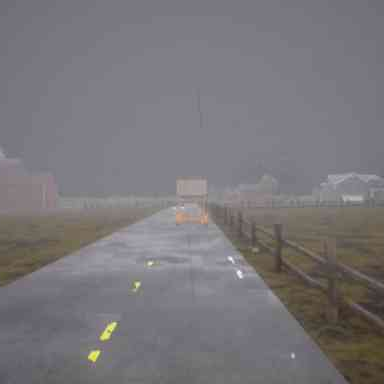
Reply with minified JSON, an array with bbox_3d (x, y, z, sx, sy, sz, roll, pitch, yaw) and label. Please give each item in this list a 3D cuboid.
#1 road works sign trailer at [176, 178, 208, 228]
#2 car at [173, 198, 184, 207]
[{"bbox_3d":[-0.019,0.726,24.678,2.380,3.560,2.880,0,-1,0],"label":"road works sign trailer"},{"bbox_3d":[-2.806,2.248,71.797,2.150,2.045,5.566,0,-1,0],"label":"car"}]
